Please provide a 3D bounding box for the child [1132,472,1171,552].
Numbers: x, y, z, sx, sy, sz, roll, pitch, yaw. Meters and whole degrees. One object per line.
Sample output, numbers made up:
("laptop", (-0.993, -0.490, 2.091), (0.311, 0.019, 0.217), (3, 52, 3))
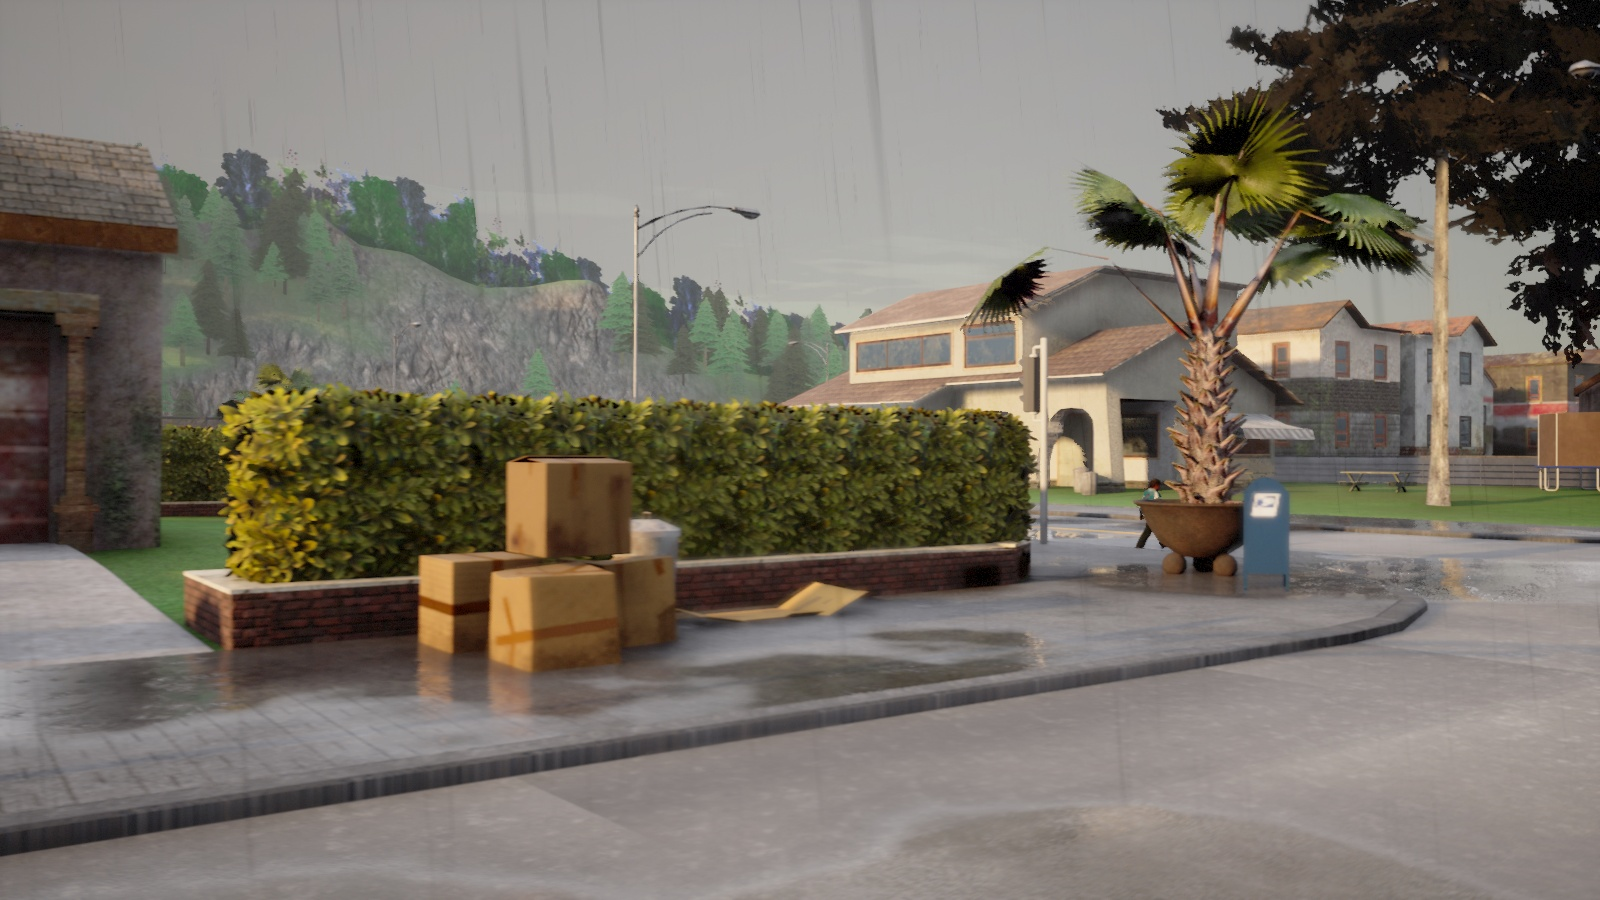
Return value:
("child", (5.308, 0.928, 18.964), (0.448, 1.192, 0.343), (0, 0, -15))
